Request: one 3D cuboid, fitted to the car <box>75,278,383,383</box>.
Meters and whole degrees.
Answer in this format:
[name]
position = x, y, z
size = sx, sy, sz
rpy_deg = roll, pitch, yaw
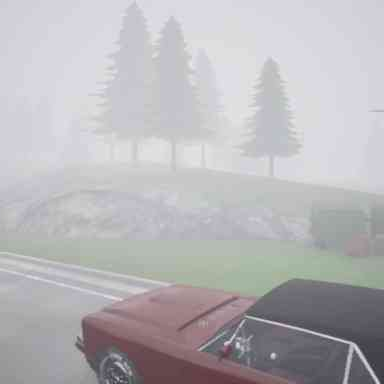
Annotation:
[car]
position = 0.969, 1.612, 3.302
size = 4.718, 1.301, 1.895
rpy_deg = -1, 0, 35
